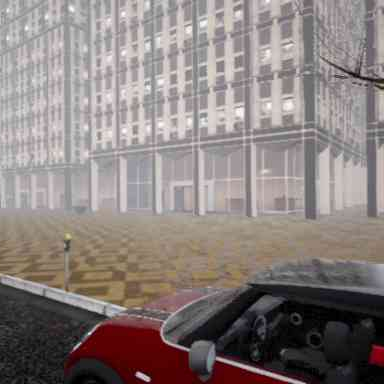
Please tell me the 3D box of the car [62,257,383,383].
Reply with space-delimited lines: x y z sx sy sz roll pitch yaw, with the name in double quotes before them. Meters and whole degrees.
"car" 0.986 1.358 2.690 4.553 1.767 2.097 -1 0 35
